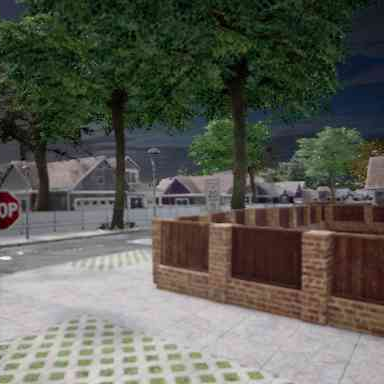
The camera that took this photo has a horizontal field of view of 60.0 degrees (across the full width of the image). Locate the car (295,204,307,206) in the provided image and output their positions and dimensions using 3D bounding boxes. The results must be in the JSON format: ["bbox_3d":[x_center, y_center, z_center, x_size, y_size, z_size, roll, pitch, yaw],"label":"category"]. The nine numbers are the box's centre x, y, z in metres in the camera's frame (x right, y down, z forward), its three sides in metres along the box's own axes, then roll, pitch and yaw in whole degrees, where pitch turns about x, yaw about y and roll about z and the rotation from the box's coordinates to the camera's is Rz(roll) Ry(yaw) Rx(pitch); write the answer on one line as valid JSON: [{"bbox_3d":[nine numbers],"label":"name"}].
[{"bbox_3d":[15.057,2.466,46.151,2.128,1.511,4.902,-2,-2,35],"label":"car"}]
